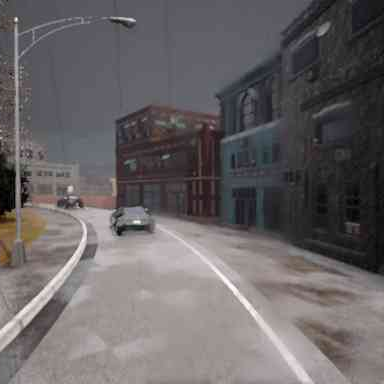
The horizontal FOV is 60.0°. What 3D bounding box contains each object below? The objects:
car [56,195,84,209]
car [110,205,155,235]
[{"bbox_3d":[-13.329,1.064,36.275,1.812,1.442,4.674,-1,1,-38],"label":"car"},{"bbox_3d":[-3.297,1.383,17.988,1.994,1.385,4.181,0,1,-18],"label":"car"}]
